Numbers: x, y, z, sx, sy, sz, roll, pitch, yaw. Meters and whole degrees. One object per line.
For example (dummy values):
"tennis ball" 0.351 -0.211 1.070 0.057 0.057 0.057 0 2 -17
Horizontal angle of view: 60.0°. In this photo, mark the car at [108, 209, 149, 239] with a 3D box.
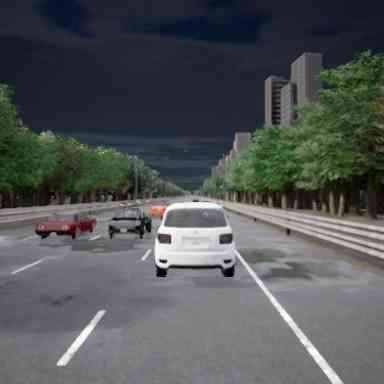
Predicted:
"car" -3.386 1.728 18.978 2.128 1.511 4.902 0 -1 0

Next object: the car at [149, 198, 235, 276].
"car" 0.094 1.358 10.905 2.150 2.045 5.566 0 0 0

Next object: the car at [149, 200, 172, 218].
"car" -3.363 1.811 36.260 2.097 1.767 4.553 0 -1 0

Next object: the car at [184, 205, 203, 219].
"car" 0.138 2.054 35.718 1.895 1.301 4.718 0 -1 0

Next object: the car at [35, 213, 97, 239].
"car" -6.882 1.834 18.763 1.895 1.301 4.718 0 -1 0
